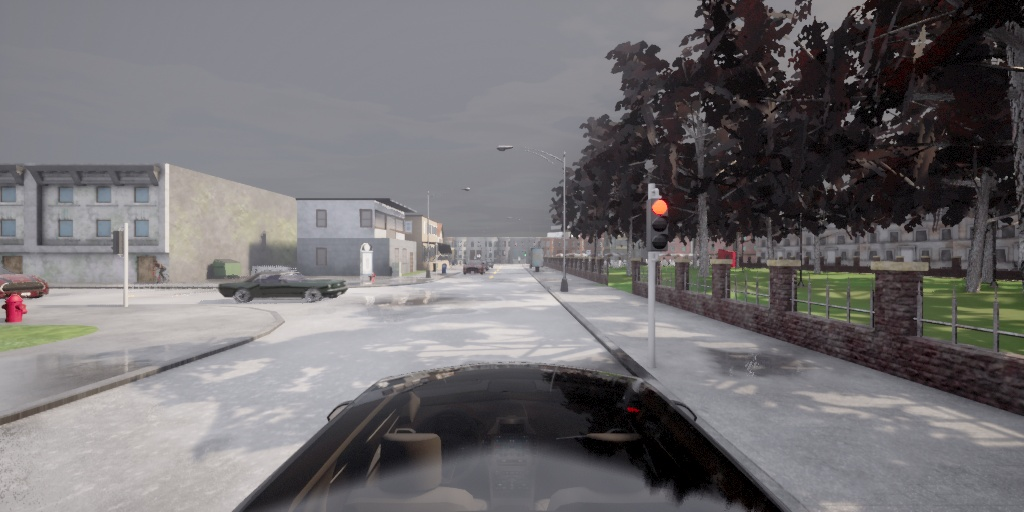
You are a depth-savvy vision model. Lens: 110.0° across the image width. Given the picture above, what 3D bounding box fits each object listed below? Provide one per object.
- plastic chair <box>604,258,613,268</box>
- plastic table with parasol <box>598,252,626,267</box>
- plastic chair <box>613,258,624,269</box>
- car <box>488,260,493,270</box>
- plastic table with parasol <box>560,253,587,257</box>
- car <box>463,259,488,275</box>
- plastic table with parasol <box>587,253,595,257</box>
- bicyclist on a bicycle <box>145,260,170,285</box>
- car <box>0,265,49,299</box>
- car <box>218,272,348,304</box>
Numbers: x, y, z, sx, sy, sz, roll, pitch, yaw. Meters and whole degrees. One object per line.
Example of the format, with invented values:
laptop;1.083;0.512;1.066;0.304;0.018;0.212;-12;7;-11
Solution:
plastic chair;14.306;1.306;54.128;0.730;1.272;0.750;0;0;-35
plastic table with parasol;15.279;0.694;55.030;2.482;2.480;2.482;0;0;-40
plastic chair;16.012;1.296;54.032;0.750;1.272;0.730;0;0;-40
car;-4.108;1.297;49.052;2.033;1.411;5.357;0;0;0
plastic table with parasol;9.959;0.684;57.767;2.482;2.480;2.482;0;0;-40
car;-4.108;1.102;39.537;2.097;1.767;4.553;0;0;0
plastic table with parasol;14.655;0.673;63.244;2.482;2.480;2.482;0;0;-42
bicyclist on a bicycle;-23.866;1.098;24.154;0.582;1.620;1.656;0;0;0
car;-23.593;1.104;15.757;4.553;1.767;2.097;0;0;0
car;-9.909;1.351;15.858;4.718;1.301;1.895;0;0;-2
